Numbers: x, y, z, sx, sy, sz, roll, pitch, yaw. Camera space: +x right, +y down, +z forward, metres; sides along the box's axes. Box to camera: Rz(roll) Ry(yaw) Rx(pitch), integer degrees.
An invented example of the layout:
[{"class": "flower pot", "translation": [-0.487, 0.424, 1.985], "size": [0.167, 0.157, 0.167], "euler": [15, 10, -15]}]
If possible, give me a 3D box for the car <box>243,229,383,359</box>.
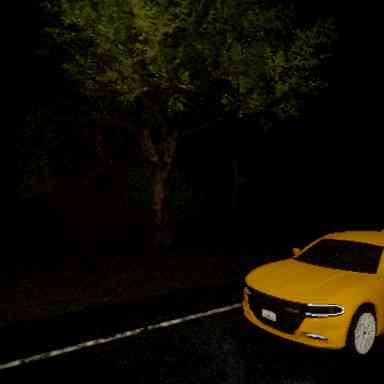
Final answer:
[{"class": "car", "translation": [3.156, 1.505, 6.187], "size": [5.008, 1.535, 1.882], "euler": [0, 0, -35]}]
